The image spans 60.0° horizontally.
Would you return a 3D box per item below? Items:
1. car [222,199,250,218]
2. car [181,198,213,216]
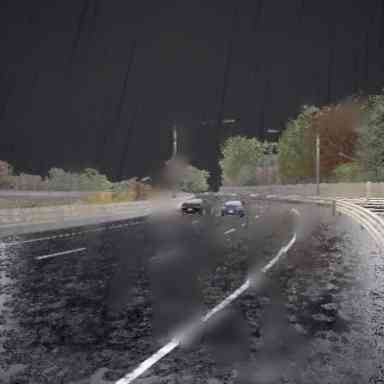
[{"bbox_3d":[3.765,1.345,28.441,1.812,1.442,4.674,0,0,17],"label":"car"},{"bbox_3d":[0.565,1.283,29.935,1.882,1.535,5.008,0,0,17],"label":"car"}]
